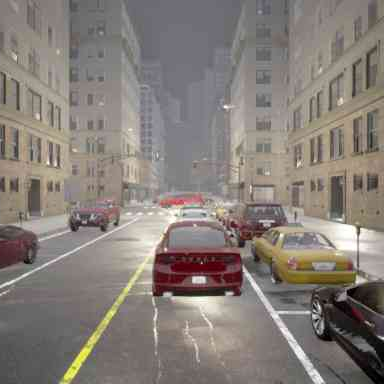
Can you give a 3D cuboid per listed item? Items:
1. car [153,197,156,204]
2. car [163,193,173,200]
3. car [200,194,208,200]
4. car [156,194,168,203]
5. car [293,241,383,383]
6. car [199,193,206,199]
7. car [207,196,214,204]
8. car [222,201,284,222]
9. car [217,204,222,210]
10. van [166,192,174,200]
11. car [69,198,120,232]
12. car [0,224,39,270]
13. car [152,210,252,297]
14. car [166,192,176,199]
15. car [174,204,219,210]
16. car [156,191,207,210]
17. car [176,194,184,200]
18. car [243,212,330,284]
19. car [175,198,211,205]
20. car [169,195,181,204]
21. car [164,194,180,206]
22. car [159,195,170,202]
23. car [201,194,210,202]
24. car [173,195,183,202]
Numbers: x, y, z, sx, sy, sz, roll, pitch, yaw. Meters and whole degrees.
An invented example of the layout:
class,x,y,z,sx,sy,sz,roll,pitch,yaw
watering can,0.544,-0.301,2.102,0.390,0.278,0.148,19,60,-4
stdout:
class,x,y,z,sx,sy,sz,roll,pitch,yaw
car,-5.716,1.361,57.922,1.887,1.381,4.507,0,0,0
car,-5.698,1.108,79.615,1.967,1.590,4.097,1,0,0
car,2.826,1.249,79.604,1.802,1.307,4.206,1,0,0
car,-5.711,1.223,63.345,1.967,1.590,4.097,1,0,0
car,2.768,1.566,3.594,1.947,1.339,4.313,0,0,0
car,2.835,1.023,90.448,1.967,1.590,4.097,1,0,0
car,2.809,1.367,57.908,2.008,1.369,4.403,0,0,0
car,2.777,1.302,14.699,2.192,1.841,5.009,0,0,0
car,2.781,1.558,20.250,1.802,1.307,4.206,0,0,0
van,-5.693,0.967,85.037,1.690,1.788,3.998,1,0,0
car,-5.744,1.291,20.264,2.192,1.841,5.009,0,0,0
car,-5.754,1.577,9.158,1.802,1.307,4.206,0,0,0
car,0.078,1.473,8.629,1.882,1.535,5.008,0,0,-1
car,-5.689,0.898,90.460,2.192,1.841,5.009,1,0,0
car,0.110,1.510,16.158,1.812,1.442,4.674,0,0,0
car,-1.285,1.132,40.947,5.566,2.045,2.150,0,0,0
car,-2.943,1.183,80.755,1.812,1.442,4.674,0,0,0
car,2.773,1.519,9.315,1.752,1.417,4.829,0,0,0
car,0.091,1.454,25.300,2.128,1.511,4.902,0,0,0
car,-3.024,1.304,60.758,1.837,1.490,4.892,0,0,0
car,-3.112,1.203,51.752,2.097,1.767,4.553,0,0,2
car,-5.707,1.291,68.769,1.887,1.381,4.507,1,0,0
car,2.818,1.271,68.925,1.752,1.417,4.829,1,0,0
car,-2.951,1.288,70.486,1.994,1.385,4.181,0,0,0
